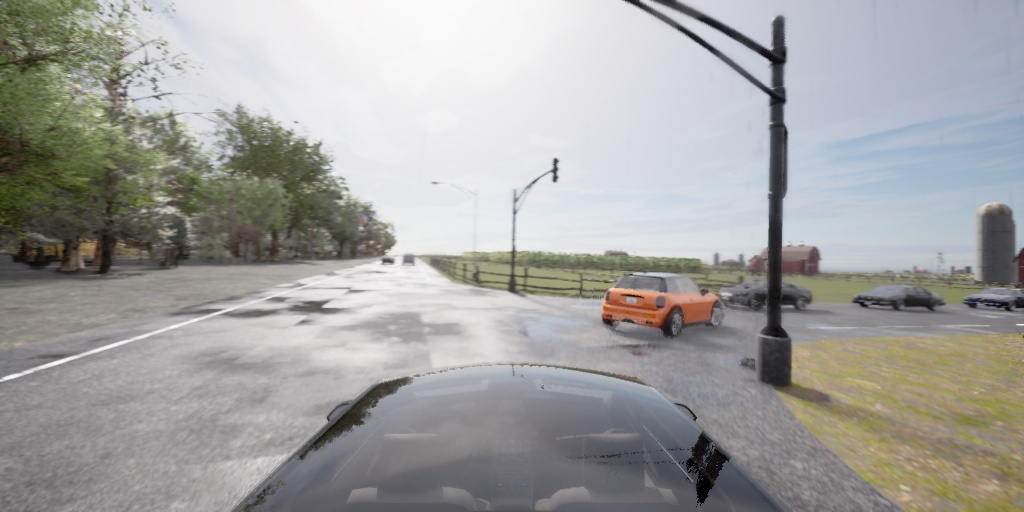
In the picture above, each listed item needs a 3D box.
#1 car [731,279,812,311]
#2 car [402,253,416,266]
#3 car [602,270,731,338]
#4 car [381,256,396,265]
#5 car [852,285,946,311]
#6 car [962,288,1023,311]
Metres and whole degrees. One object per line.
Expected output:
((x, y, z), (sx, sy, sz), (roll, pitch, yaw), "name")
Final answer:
((13.073, 1.955, 18.607), (4.902, 1.511, 2.128), (3, -1, -15), "car")
((-17.387, 0.560, 60.502), (2.150, 2.045, 5.566), (2, 0, -16), "car")
((4.859, 1.337, 11.291), (4.553, 1.767, 2.097), (3, -1, -42), "car")
((-21.198, 0.695, 61.101), (1.882, 1.535, 5.008), (2, 0, -16), "car")
((23.074, 2.454, 21.356), (5.357, 1.411, 2.033), (3, -1, -16), "car")
((33.248, 2.904, 24.161), (5.357, 1.411, 2.033), (3, -1, -15), "car")
